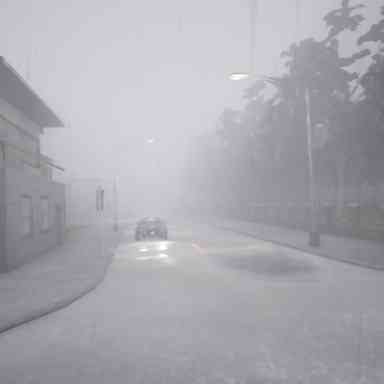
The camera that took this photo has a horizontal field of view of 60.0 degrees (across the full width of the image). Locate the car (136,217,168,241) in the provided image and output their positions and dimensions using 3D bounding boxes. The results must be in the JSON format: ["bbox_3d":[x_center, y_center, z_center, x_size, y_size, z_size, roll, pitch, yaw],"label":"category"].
[{"bbox_3d":[-2.733,2.403,22.260,1.994,1.385,4.181,-2,-2,-9],"label":"car"}]
